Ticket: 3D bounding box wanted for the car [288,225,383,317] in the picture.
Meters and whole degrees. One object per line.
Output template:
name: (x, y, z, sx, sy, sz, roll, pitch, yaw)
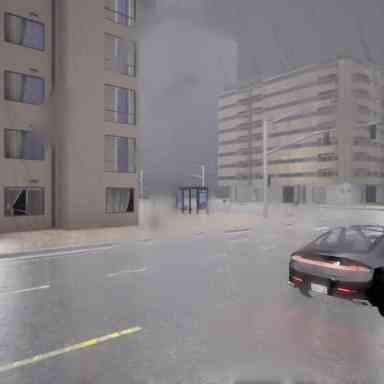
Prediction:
car: (4.130, 1.492, 7.394, 4.902, 1.511, 2.128, 0, 0, -39)
